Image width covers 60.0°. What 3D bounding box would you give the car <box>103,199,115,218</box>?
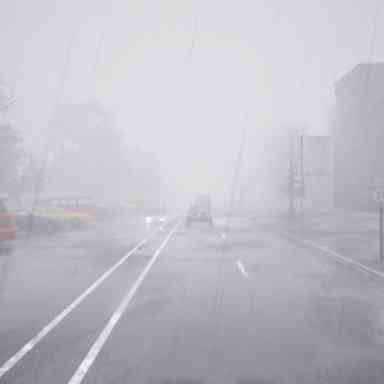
[{"bbox_3d":[-8.934,1.578,26.822,4.674,1.452,2.002,-1,0,-18],"label":"car"}]

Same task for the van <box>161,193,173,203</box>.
[{"bbox_3d":[-6.624,1.325,65.275,4.442,1.987,1.878,-1,0,-15],"label":"van"}]

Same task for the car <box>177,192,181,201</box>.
[{"bbox_3d":[-5.839,1.261,74.158,5.566,2.045,2.435,-1,0,-16],"label":"car"}]

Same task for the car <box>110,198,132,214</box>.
[{"bbox_3d":[-8.681,1.596,32.719,4.674,1.452,2.002,-1,0,-18],"label":"car"}]

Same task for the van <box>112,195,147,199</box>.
[{"bbox_3d":[-8.340,1.350,41.582,4.442,1.987,1.878,-1,0,-17],"label":"van"}]

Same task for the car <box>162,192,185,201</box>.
[{"bbox_3d":[-4.842,1.190,85.983,5.566,2.045,2.435,-1,0,-15],"label":"car"}]

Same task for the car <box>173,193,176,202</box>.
[{"bbox_3d":[-6.308,1.413,68.258,4.553,1.767,2.185,-1,0,-15],"label":"car"}]

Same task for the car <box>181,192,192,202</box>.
[{"bbox_3d":[-0.552,1.099,73.422,2.150,2.045,5.566,0,0,5],"label":"car"}]

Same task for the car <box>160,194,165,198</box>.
[{"bbox_3d":[-7.449,1.577,53.481,4.892,1.521,2.231,-1,0,-16],"label":"car"}]

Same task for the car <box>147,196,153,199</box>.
[{"bbox_3d":[-8.049,1.617,44.587,4.674,1.452,2.002,-1,0,-17],"label":"car"}]

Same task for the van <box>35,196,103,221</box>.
[{"bbox_3d":[-8.937,1.301,23.895,4.442,1.987,1.878,-1,0,-18],"label":"van"}]

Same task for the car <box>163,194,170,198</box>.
[{"bbox_3d":[-7.040,1.566,56.496,5.366,1.575,1.946,-1,0,-16],"label":"car"}]

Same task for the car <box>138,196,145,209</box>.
[{"bbox_3d":[-8.387,1.569,38.652,5.008,1.535,2.097,-1,0,-17],"label":"car"}]

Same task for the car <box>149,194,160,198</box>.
[{"bbox_3d":[-7.627,1.451,50.523,4.553,1.767,2.185,-1,0,-16],"label":"car"}]

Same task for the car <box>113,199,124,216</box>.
[{"bbox_3d":[-8.796,1.587,29.773,4.674,1.452,2.002,0,-1,-17],"label":"car"}]

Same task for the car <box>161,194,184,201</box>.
[{"bbox_3d":[-4.930,1.454,83.085,5.366,1.575,1.946,-1,0,-16],"label":"car"}]

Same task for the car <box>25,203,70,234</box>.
[{"bbox_3d":[-9.224,1.552,17.916,4.674,1.452,2.002,-1,0,-19],"label":"car"}]

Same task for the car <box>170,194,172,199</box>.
[{"bbox_3d":[-6.775,1.588,62.350,4.792,1.488,2.163,-1,0,-15],"label":"car"}]

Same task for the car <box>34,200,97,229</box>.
[{"bbox_3d":[-8.963,1.514,20.945,5.366,1.575,1.946,-1,0,-18],"label":"car"}]

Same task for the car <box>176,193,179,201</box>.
[{"bbox_3d":[-6.049,1.525,71.222,5.008,1.535,2.097,-1,0,-15],"label":"car"}]

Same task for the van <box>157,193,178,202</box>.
[{"bbox_3d":[-5.683,1.272,77.081,4.442,1.987,1.878,-1,1,-15],"label":"van"}]

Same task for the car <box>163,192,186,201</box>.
[{"bbox_3d":[-4.656,1.172,88.905,5.566,2.045,2.435,-1,1,-15],"label":"car"}]

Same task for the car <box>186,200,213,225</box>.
[{"bbox_3d":[0.563,1.588,24.516,2.033,1.411,5.357,0,0,2],"label":"car"}]

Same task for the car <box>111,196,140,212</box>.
[{"bbox_3d":[-8.727,1.563,35.632,5.366,1.575,1.946,-1,0,-17],"label":"car"}]

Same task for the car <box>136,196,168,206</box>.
[{"bbox_3d":[-7.164,1.565,59.356,5.366,1.575,1.946,-1,0,-16],"label":"car"}]

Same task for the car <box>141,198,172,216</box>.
[{"bbox_3d":[-3.433,1.631,32.985,1.994,1.385,4.181,0,0,3],"label":"car"}]

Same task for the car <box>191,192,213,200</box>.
[{"bbox_3d":[1.434,1.302,42.783,2.150,2.045,5.566,0,0,3],"label":"car"}]

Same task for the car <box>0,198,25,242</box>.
[{"bbox_3d":[-9.384,1.248,11.963,5.566,2.045,2.435,-1,0,-19],"label":"car"}]
